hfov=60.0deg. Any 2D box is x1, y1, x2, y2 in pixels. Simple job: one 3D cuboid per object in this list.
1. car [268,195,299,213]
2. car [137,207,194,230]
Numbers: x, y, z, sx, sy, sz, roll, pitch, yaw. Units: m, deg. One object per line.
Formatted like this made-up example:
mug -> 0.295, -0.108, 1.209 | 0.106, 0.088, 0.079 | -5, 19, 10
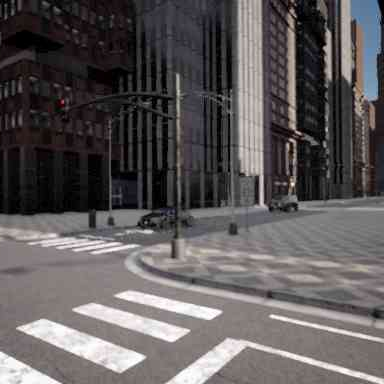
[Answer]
car -> 11.062, 1.394, 40.025 | 2.150, 2.045, 5.566 | -1, 0, 36
car -> -1.711, 1.711, 22.312 | 1.994, 1.385, 4.181 | -1, 0, 36
